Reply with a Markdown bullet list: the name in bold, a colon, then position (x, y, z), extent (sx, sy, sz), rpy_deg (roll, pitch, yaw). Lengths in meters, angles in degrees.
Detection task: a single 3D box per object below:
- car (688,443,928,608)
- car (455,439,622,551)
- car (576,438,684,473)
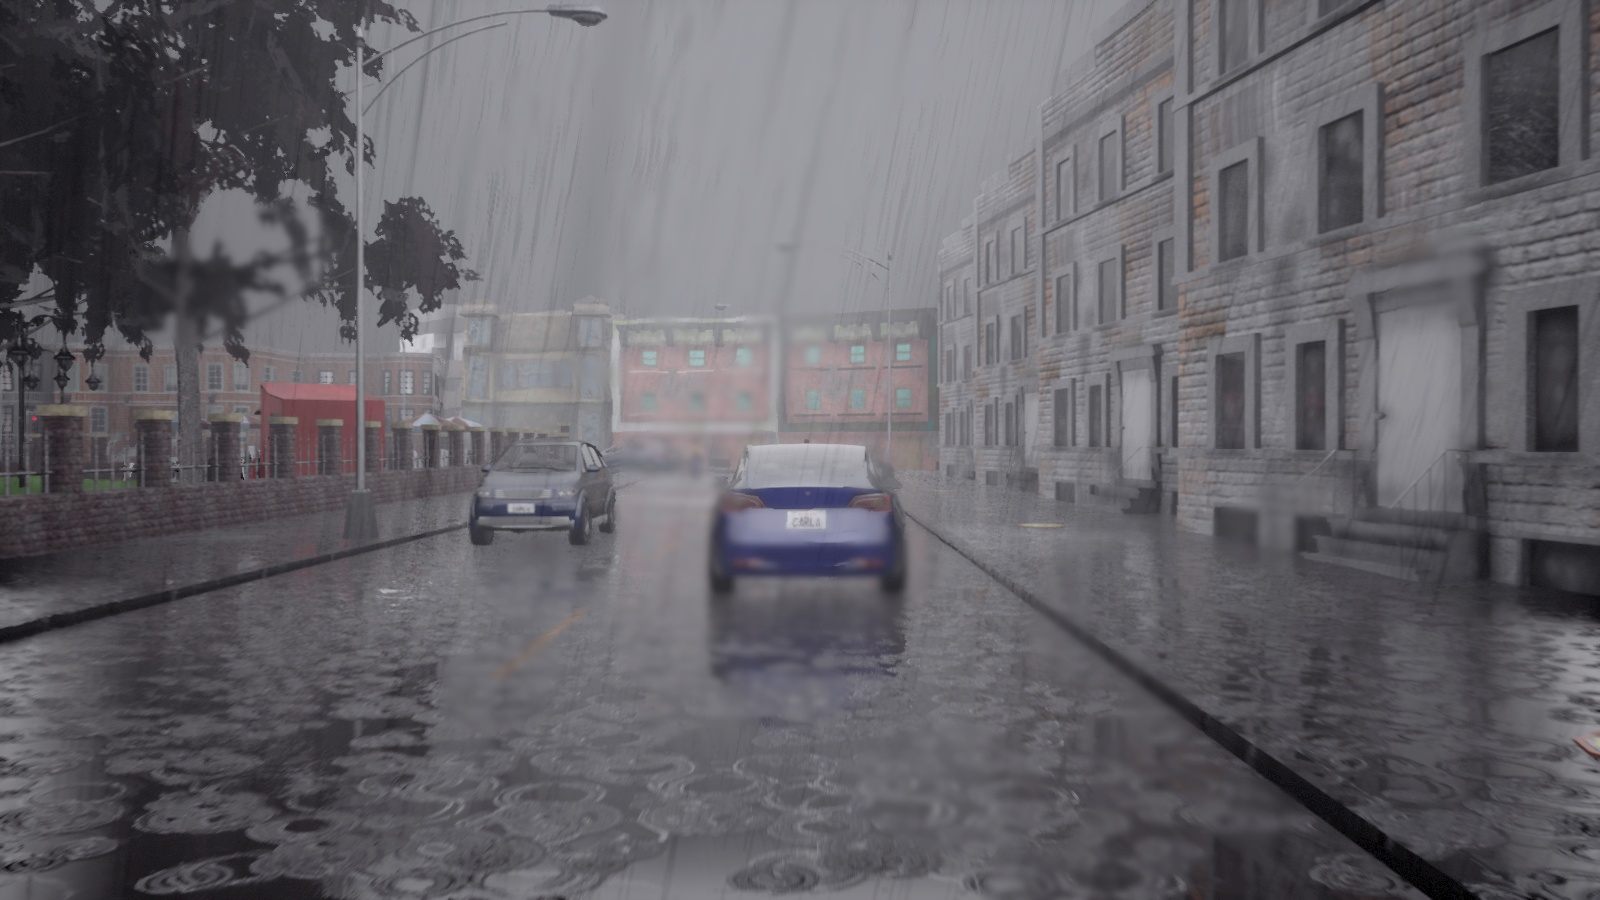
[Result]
- **car**: position (0.081, 0.669, 13.754), extent (2.163, 1.488, 4.792), rpy_deg (0, 0, 0)
- **car**: position (-3.895, 0.613, 19.296), extent (1.789, 1.549, 3.705), rpy_deg (0, 0, 0)
- **car**: position (-8.165, 0.246, 60.308), extent (4.611, 1.667, 2.242), rpy_deg (0, 0, 19)
